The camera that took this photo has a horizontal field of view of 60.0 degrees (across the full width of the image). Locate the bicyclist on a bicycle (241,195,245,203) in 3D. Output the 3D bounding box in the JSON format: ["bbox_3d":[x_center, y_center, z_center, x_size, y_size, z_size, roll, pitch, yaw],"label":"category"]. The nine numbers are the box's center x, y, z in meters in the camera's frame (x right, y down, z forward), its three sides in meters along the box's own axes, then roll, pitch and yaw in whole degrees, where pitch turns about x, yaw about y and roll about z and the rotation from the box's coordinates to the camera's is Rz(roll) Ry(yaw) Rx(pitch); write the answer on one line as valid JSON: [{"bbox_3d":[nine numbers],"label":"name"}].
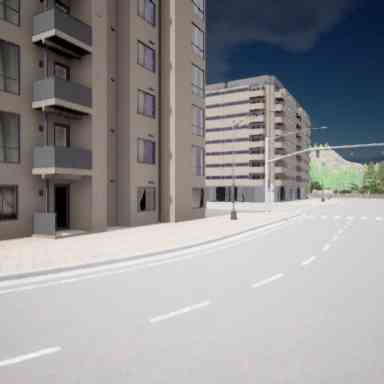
[{"bbox_3d":[9.628,1.327,62.854,0.582,1.620,1.656,0,0,28],"label":"bicyclist on a bicycle"}]
